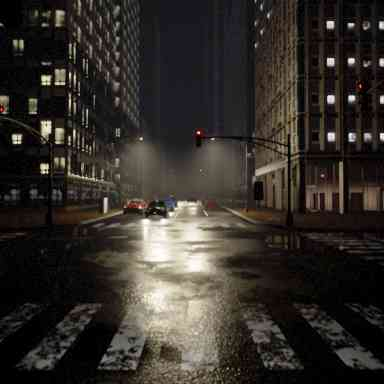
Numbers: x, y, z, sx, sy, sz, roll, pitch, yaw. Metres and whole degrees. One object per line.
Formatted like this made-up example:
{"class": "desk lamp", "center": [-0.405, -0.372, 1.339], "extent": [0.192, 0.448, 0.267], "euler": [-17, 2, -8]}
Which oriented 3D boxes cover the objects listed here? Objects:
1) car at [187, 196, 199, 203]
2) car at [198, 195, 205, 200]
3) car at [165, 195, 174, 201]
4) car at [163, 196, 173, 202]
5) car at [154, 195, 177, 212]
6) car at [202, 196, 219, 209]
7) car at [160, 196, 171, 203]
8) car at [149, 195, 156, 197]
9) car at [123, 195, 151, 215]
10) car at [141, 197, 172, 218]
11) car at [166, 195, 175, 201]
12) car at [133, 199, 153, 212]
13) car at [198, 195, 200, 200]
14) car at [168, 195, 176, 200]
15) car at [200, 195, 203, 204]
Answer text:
{"class": "car", "center": [0.027, 1.567, 70.956], "extent": [1.994, 1.385, 4.181], "euler": [0, 0, 0]}
{"class": "car", "center": [2.638, 1.555, 95.094], "extent": [1.887, 1.381, 4.507], "euler": [1, 0, 0]}
{"class": "car", "center": [-5.735, 1.553, 83.856], "extent": [1.887, 1.381, 4.507], "euler": [1, 0, 0]}
{"class": "car", "center": [-5.731, 1.558, 78.281], "extent": [2.008, 1.369, 4.403], "euler": [1, 0, 0]}
{"class": "car", "center": [-3.125, 1.481, 39.769], "extent": [1.882, 1.535, 5.008], "euler": [0, 0, 0]}
{"class": "car", "center": [2.672, 1.585, 44.898], "extent": [1.802, 1.307, 4.206], "euler": [1, 0, 0]}
{"class": "car", "center": [-5.727, 1.551, 72.706], "extent": [1.887, 1.381, 4.507], "euler": [1, 0, 0]}
{"class": "car", "center": [-5.703, 1.319, 44.830], "extent": [2.192, 1.841, 5.009], "euler": [1, 0, 0]}
{"class": "car", "center": [-5.697, 1.443, 33.680], "extent": [1.967, 1.590, 4.097], "euler": [1, 0, 0]}
{"class": "car", "center": [-3.120, 1.507, 30.264], "extent": [1.837, 1.490, 4.892], "euler": [0, 0, 0]}
{"class": "car", "center": [-5.739, 1.560, 89.432], "extent": [2.008, 1.369, 4.403], "euler": [1, 0, 0]}
{"class": "car", "center": [-5.704, 1.585, 39.255], "extent": [1.802, 1.307, 4.206], "euler": [1, 0, 0]}
{"class": "car", "center": [2.661, 1.571, 61.631], "extent": [1.947, 1.339, 4.313], "euler": [1, 0, 0]}
{"class": "car", "center": [-5.743, 1.576, 95.007], "extent": [1.947, 1.339, 4.313], "euler": [1, 0, 0]}
{"class": "car", "center": [2.666, 1.530, 56.224], "extent": [1.752, 1.417, 4.829], "euler": [1, 0, 0]}
